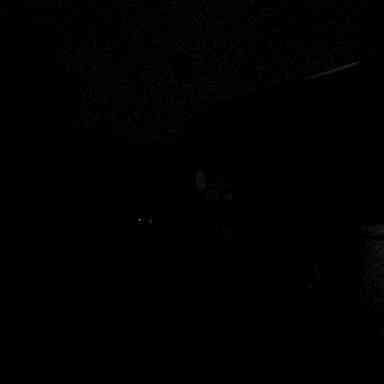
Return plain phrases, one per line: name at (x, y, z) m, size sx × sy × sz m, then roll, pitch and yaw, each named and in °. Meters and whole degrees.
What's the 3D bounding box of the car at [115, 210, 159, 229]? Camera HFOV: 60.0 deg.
car at (-4.425, 2.196, 26.126) m, size 2.128 × 1.511 × 4.902 m, roll 1°, pitch -6°, yaw -37°
